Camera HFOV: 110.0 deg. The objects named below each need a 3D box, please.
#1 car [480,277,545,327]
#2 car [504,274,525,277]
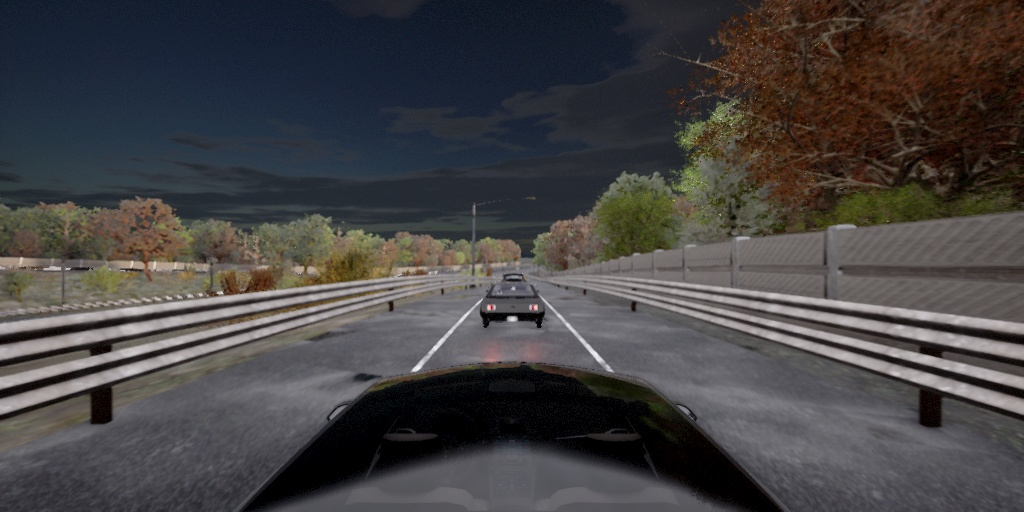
[{"bbox_3d":[0.017,1.559,12.371,1.895,1.301,4.718,0,-2,0],"label":"car"},{"bbox_3d":[0.164,2.019,25.702,1.837,1.490,4.892,0,-3,1],"label":"car"}]
